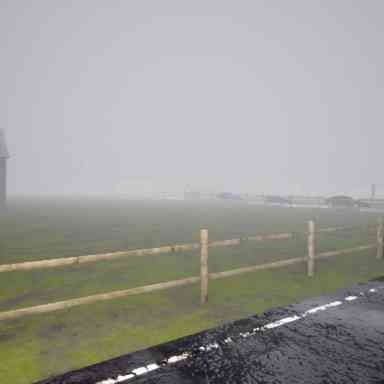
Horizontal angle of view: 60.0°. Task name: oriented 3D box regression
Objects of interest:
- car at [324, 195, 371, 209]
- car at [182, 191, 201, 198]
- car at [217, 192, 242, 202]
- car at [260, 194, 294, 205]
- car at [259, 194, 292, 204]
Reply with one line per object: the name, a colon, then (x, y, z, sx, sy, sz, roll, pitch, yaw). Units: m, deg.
car: (17.711, 1.111, 38.062, 1.882, 1.535, 5.008, 0, 1, -35)
car: (-0.123, 0.513, 69.370, 1.837, 1.490, 4.892, 0, 1, -35)
car: (6.103, 0.750, 54.348, 1.882, 1.535, 5.008, 0, 1, -35)
car: (11.996, 1.019, 46.095, 1.994, 1.385, 4.181, 0, 1, -34)
car: (12.813, 1.002, 51.291, 1.895, 1.301, 4.718, 0, 1, -35)
